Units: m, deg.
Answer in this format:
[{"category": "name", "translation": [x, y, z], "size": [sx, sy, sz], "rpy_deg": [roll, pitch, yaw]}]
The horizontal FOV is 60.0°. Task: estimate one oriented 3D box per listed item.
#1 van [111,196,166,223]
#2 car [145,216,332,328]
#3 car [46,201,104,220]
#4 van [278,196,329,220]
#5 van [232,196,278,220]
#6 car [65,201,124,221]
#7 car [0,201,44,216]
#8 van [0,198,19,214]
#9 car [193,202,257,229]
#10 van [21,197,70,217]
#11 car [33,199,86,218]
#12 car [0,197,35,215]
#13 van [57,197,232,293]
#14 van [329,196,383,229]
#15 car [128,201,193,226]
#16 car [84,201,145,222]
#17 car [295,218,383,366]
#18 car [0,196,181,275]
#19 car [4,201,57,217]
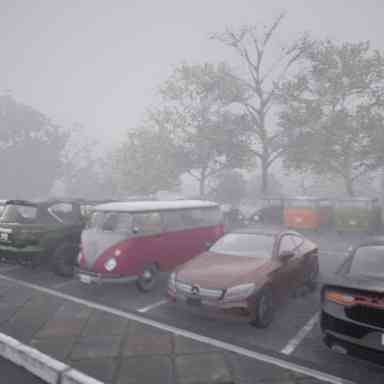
[{"category": "van", "translation": [-4.323, 1.364, 27.559], "size": [1.878, 1.987, 4.442], "rpy_deg": [-1, -1, 36]}, {"category": "car", "translation": [1.387, 1.510, 7.247], "size": [2.002, 1.452, 4.674], "rpy_deg": [0, 0, 36]}, {"category": "car", "translation": [-11.251, 1.705, 32.367], "size": [2.097, 1.535, 5.008], "rpy_deg": [-1, -1, 36]}, {"category": "van", "translation": [6.926, 1.236, 19.507], "size": [1.878, 1.987, 4.442], "rpy_deg": [0, 0, 36]}, {"category": "van", "translation": [4.430, 1.229, 21.007], "size": [1.878, 1.987, 4.442], "rpy_deg": [0, 0, 36]}, {"category": "car", "translation": [-8.896, 1.665, 30.682], "size": [2.097, 1.535, 5.008], "rpy_deg": [-1, -1, 36]}, {"category": "car", "translation": [-20.262, 1.854, 38.595], "size": [1.946, 1.575, 5.366], "rpy_deg": [-1, -1, 36]}, {"category": "van", "translation": [-24.691, 1.732, 42.137], "size": [1.878, 1.987, 4.442], "rpy_deg": [-1, -1, 36]}, {"category": "car", "translation": [2.371, 1.476, 22.630], "size": [2.097, 1.535, 5.008], "rpy_deg": [-1, -1, 36]}, {"category": "van", "translation": [-15.586, 1.553, 35.619], "size": [1.878, 1.987, 4.442], "rpy_deg": [-1, -1, 36]}, {"category": "car", "translation": [-13.419, 1.616, 33.886], "size": [2.185, 1.767, 4.553], "rpy_deg": [-1, -1, 36]}, {"category": "car", "translation": [-22.393, 1.650, 40.381], "size": [2.435, 2.045, 5.566], "rpy_deg": [-1, -1, 36]}, {"category": "van", "translation": [-0.940, 1.237, 8.765], "size": [1.878, 1.987, 4.442], "rpy_deg": [0, 0, 36]}, {"category": "van", "translation": [9.077, 1.243, 17.968], "size": [1.878, 1.987, 4.442], "rpy_deg": [0, 0, 36]}, {"category": "car", "translation": [-2.242, 1.549, 25.699], "size": [1.946, 1.575, 5.366], "rpy_deg": [-1, -1, 36]}, {"category": "car", "translation": [-6.644, 1.629, 29.069], "size": [2.231, 1.521, 4.892], "rpy_deg": [-1, -1, 36]}, {"category": "car", "translation": [3.640, 1.476, 5.625], "size": [2.097, 1.535, 5.008], "rpy_deg": [0, 0, 36]}, {"category": "car", "translation": [-3.113, 1.205, 10.499], "size": [2.435, 2.045, 5.566], "rpy_deg": [0, 0, 36]}, {"category": "car", "translation": [-17.908, 1.818, 37.130], "size": [2.231, 1.521, 4.892], "rpy_deg": [-1, -1, 36]}]
